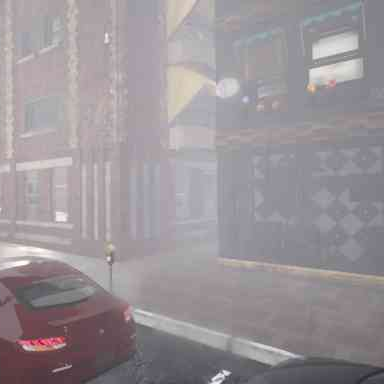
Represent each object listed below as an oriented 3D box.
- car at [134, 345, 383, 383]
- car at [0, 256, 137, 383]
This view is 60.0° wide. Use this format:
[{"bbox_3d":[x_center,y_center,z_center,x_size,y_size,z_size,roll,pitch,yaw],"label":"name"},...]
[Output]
[{"bbox_3d":[2.006,1.566,1.418,4.313,1.339,1.947,0,-1,35],"label":"car"},{"bbox_3d":[-2.603,1.583,4.698,4.206,1.307,1.802,0,-1,35],"label":"car"}]
